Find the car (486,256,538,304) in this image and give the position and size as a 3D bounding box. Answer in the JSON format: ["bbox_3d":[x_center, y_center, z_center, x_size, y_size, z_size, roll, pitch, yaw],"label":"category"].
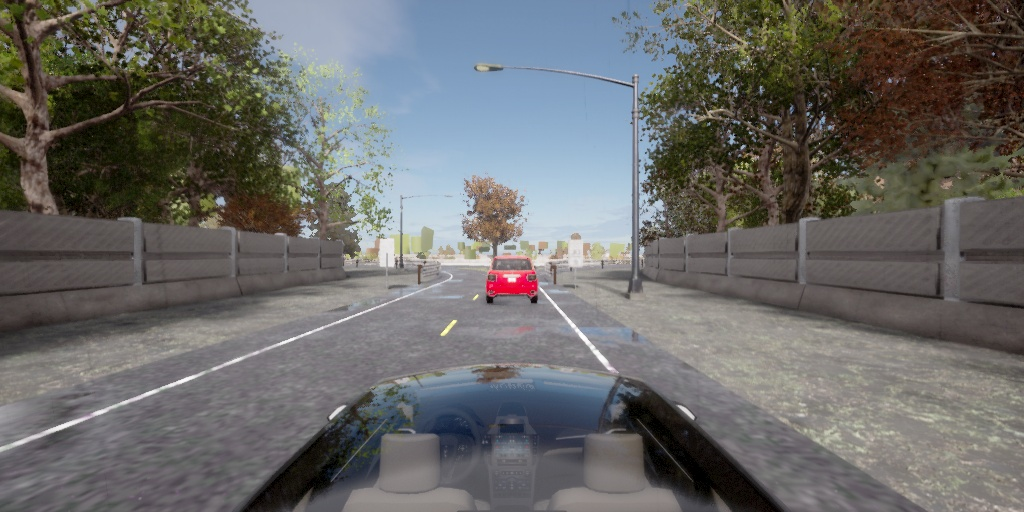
[{"bbox_3d":[0.000,1.010,16.539,2.150,2.045,5.566,0,0,0],"label":"car"}]
